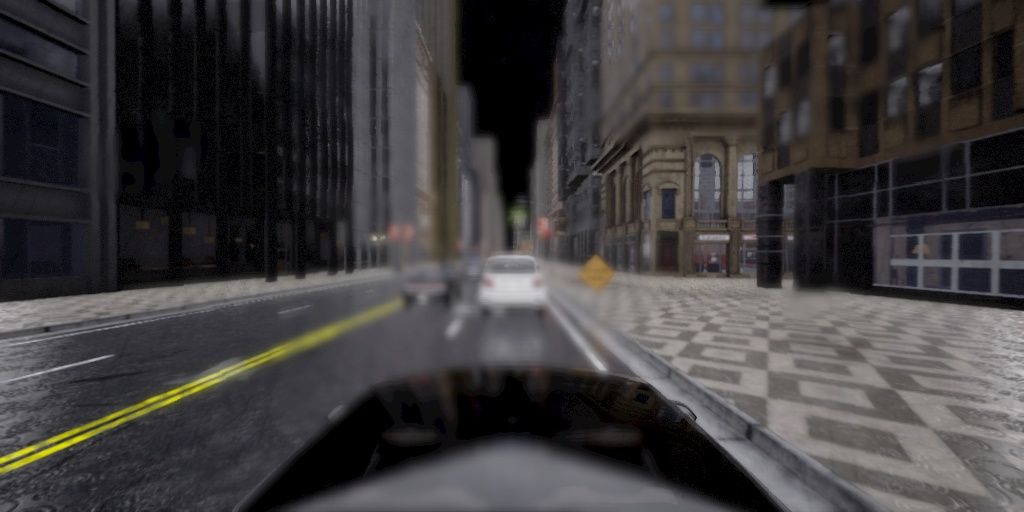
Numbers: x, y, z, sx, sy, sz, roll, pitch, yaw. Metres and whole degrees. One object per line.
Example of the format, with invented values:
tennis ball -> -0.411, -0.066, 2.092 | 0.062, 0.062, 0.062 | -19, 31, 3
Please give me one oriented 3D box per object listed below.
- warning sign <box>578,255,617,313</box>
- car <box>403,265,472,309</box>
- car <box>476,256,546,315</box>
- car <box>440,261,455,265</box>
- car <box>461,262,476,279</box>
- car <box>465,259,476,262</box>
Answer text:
warning sign -> 2.854, 0.909, 12.054 | 1.300, 1.860, 1.060 | 0, 0, 0
car -> -3.174, 1.300, 15.254 | 2.128, 1.511, 4.902 | 0, 0, 0
car -> 0.070, 1.025, 13.935 | 2.150, 2.045, 5.566 | 0, 0, 1
car -> -9.789, 1.466, 54.768 | 1.837, 1.490, 4.892 | 0, 0, 0
car -> -3.161, 1.435, 31.313 | 1.994, 1.385, 4.181 | 0, 0, 0
car -> -6.541, 1.506, 54.389 | 2.033, 1.411, 5.357 | 0, 0, 0
